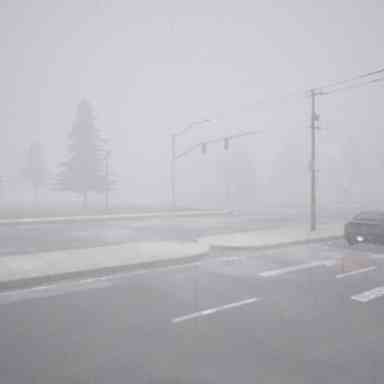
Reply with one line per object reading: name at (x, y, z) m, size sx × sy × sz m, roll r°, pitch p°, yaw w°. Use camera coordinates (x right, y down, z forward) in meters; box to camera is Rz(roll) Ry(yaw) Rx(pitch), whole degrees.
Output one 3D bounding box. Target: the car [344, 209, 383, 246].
car at (8.345, 1.496, 14.089) m, size 4.892 × 1.490 × 1.837 m, roll -1°, pitch 0°, yaw -36°
